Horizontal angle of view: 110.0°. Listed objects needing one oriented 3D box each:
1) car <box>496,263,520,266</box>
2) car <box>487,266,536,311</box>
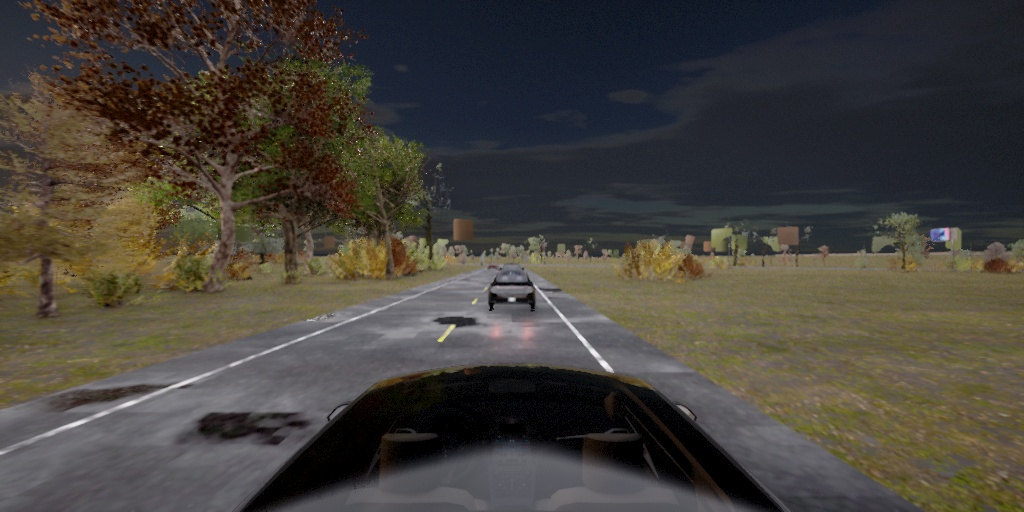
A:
[{"bbox_3d":[0.003,1.377,30.260,2.097,1.767,4.553,0,-1,0],"label":"car"},{"bbox_3d":[0.013,1.376,15.357,2.128,1.511,4.902,0,0,0],"label":"car"}]
